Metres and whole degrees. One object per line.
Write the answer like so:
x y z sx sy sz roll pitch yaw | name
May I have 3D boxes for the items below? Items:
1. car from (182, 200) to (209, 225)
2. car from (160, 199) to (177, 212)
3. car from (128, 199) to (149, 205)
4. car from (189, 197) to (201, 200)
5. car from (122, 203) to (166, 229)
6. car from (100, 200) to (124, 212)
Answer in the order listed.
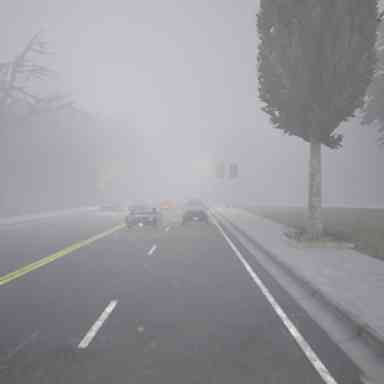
0.248 1.566 24.059 1.812 1.442 4.674 0 0 0 | car
-2.892 1.558 40.312 1.882 1.535 5.008 0 0 0 | car
-6.260 1.551 39.193 1.882 1.535 5.008 0 -1 1 | car
0.369 1.445 42.007 2.097 1.767 4.553 0 0 0 | car
-3.012 1.633 21.944 1.895 1.301 4.718 0 0 0 | car
-9.496 1.619 39.977 2.033 1.411 5.357 0 0 0 | car
